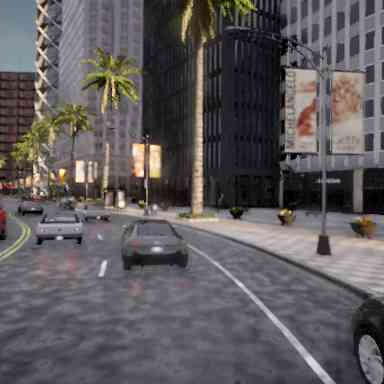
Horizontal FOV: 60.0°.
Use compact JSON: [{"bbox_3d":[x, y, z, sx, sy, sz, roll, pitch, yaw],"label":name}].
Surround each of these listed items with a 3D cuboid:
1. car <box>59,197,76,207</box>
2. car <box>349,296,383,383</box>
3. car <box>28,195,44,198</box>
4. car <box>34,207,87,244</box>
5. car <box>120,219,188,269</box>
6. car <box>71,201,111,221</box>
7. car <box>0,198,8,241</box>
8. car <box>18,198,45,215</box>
[{"bbox_3d":[-18.004,1.535,48.285,2.231,1.521,4.892,1,0,-33],"label":"car"},{"bbox_3d":[2.984,1.546,2.384,1.837,1.490,4.892,1,0,-1],"label":"car"},{"bbox_3d":[-33.859,1.369,73.014,2.185,1.767,4.553,1,0,-33],"label":"car"},{"bbox_3d":[-6.231,1.616,15.851,1.895,1.301,4.718,1,0,-20],"label":"car"},{"bbox_3d":[-1.413,1.606,11.406,1.994,1.385,4.181,1,0,-12],"label":"car"},{"bbox_3d":[-8.263,1.651,27.318,1.895,1.301,4.718,1,0,-31],"label":"car"},{"bbox_3d":[-9.153,1.200,13.587,2.150,2.045,5.566,1,-1,-18],"label":"car"},{"bbox_3d":[-16.275,1.564,33.515,1.994,1.385,4.181,1,0,-32],"label":"car"}]
